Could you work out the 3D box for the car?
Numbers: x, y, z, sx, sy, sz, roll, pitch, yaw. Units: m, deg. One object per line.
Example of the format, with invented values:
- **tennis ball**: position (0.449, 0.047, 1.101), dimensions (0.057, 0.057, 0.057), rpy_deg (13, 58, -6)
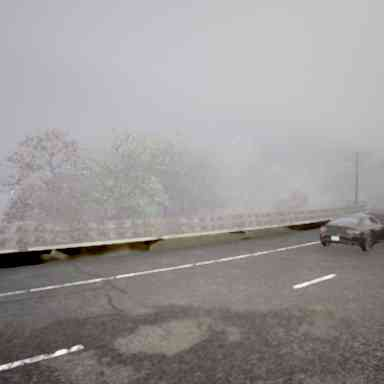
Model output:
- **car**: position (7.341, 1.687, 14.787), dimensions (4.674, 1.442, 1.812), rpy_deg (1, 0, -44)
